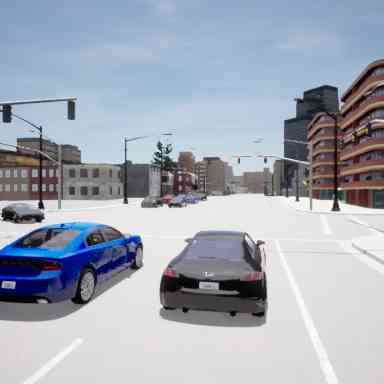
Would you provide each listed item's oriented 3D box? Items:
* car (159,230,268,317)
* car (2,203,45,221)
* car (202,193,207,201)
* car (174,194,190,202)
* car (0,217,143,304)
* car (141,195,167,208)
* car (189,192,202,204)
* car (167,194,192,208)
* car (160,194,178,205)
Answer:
[{"bbox_3d":[0.692,1.564,7.624,1.994,1.385,4.181,0,0,12],"label":"car"},{"bbox_3d":[-12.713,1.547,24.936,2.033,1.411,5.357,0,0,-42],"label":"car"},{"bbox_3d":[1.890,1.052,66.101,1.837,1.490,4.892,0,1,12],"label":"car"},{"bbox_3d":[-1.872,1.125,65.114,2.033,1.411,5.357,0,1,11],"label":"car"},{"bbox_3d":[-2.745,1.478,8.271,1.882,1.535,5.008,0,0,11],"label":"car"},{"bbox_3d":[-5.545,1.230,46.498,2.097,1.767,4.553,0,1,11],"label":"car"},{"bbox_3d":[-0.072,1.249,56.279,1.812,1.442,4.674,0,1,11],"label":"car"},{"bbox_3d":[-1.909,1.409,46.874,2.033,1.411,5.357,0,1,11],"label":"car"},{"bbox_3d":[-3.781,1.226,55.464,1.882,1.535,5.008,0,1,11],"label":"car"}]
